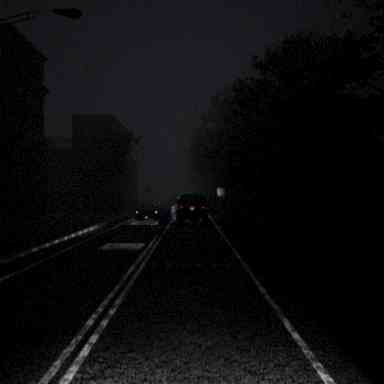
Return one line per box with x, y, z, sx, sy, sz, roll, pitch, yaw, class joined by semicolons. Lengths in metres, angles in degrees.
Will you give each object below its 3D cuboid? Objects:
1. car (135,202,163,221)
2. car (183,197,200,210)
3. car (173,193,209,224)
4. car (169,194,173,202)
-3.411;1.537;27.008;1.895;1.301;4.718;0;1;0;car
-0.043;1.448;42.837;2.033;1.411;5.357;0;0;0;car
0.049;1.186;24.317;2.150;2.045;5.566;0;0;1;car
-3.639;1.110;68.500;2.097;1.767;4.553;0;0;-1;car
